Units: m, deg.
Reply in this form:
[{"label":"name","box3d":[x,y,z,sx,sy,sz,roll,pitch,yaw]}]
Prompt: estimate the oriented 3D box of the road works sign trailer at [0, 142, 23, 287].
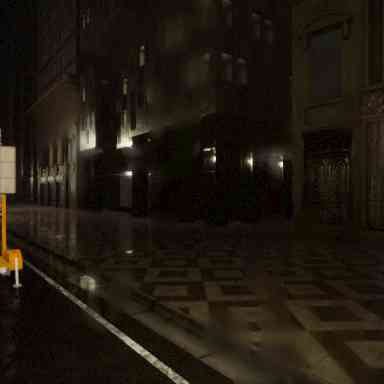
[{"label":"road works sign trailer","box3d":[-5.799,0.469,8.418,2.380,3.560,2.880,0,0,-38]}]
